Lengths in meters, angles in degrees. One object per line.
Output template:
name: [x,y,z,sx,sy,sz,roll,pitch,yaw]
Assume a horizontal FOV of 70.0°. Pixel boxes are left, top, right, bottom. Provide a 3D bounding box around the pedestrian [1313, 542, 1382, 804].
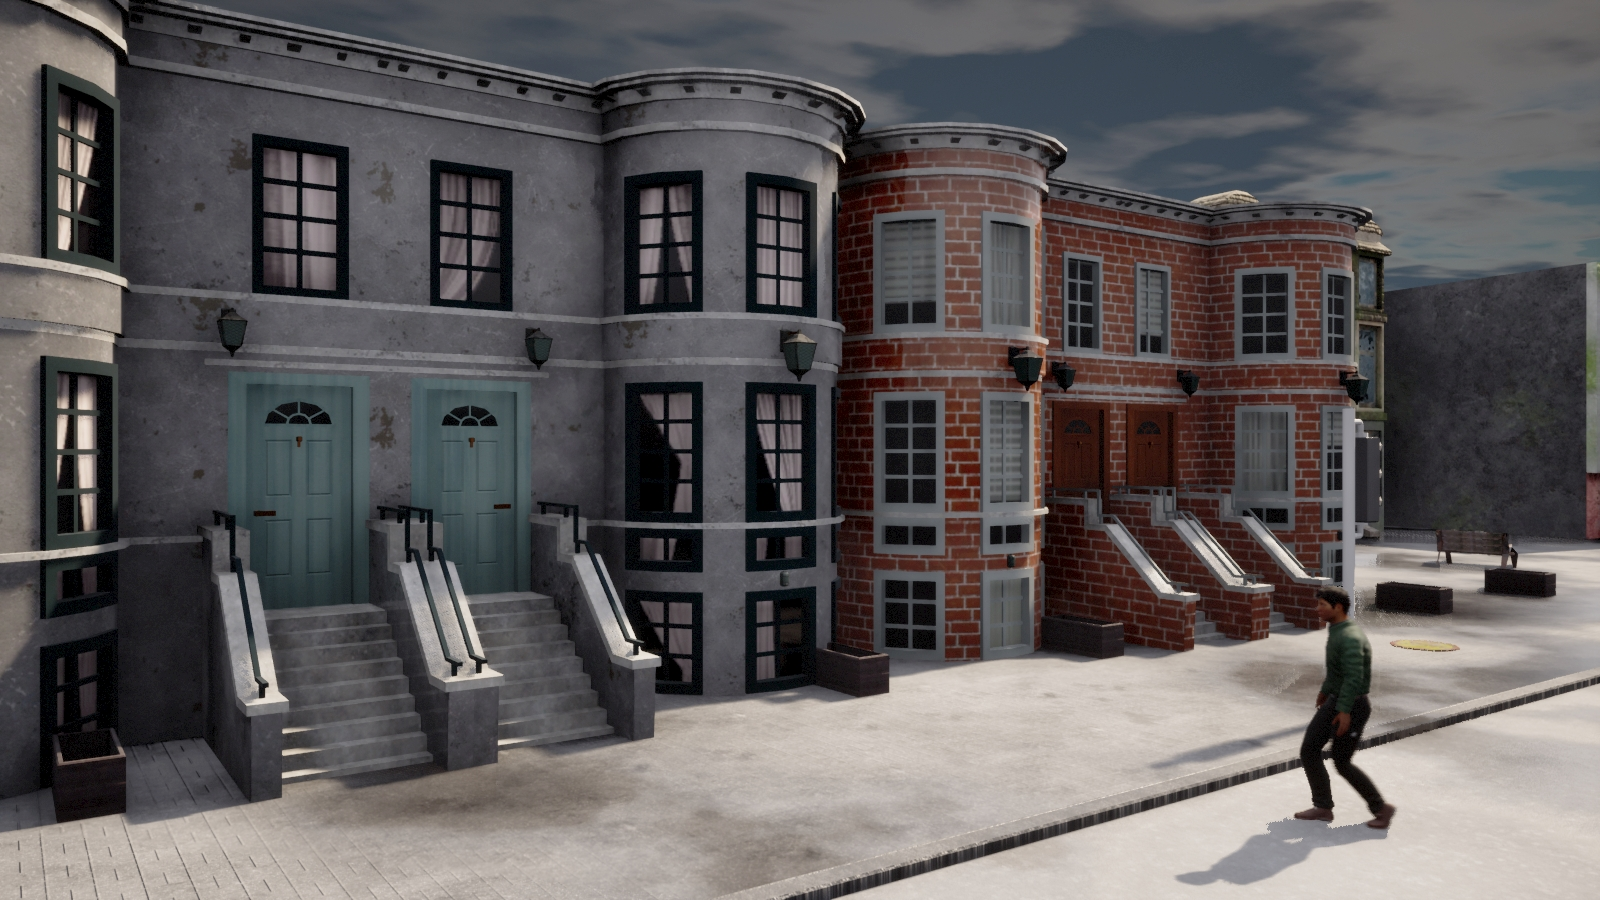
pedestrian: [4.055,1.629,8.477,0.375,1.860,0.375,0,0,11]
